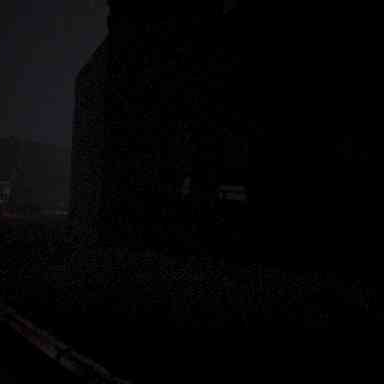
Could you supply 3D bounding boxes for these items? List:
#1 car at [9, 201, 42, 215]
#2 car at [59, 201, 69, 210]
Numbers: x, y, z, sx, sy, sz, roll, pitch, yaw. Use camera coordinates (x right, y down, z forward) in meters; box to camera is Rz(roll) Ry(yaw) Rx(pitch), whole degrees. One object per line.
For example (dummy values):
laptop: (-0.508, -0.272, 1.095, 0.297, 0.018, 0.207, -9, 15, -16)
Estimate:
car: (-19.802, 1.840, 39.844, 1.882, 1.535, 5.008, 4, -1, 3)
car: (-18.627, 2.138, 51.753, 2.128, 1.511, 4.902, 4, -1, 11)
